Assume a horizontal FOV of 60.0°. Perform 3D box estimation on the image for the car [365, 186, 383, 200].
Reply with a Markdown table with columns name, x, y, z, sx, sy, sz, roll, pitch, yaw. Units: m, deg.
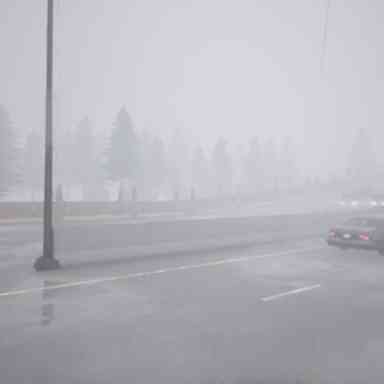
| name | x | y | z | sx | sy | sz | roll | pitch | yaw |
| --- | --- | --- | --- | --- | --- | --- | --- | --- | --- |
| car | 21.623 | -0.002 | 36.313 | 5.357 | 1.411 | 2.033 | -8 | 4 | -35 |

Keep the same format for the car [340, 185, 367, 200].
| name | x | y | z | sx | sy | sz | roll | pitch | yaw |
| --- | --- | --- | --- | --- | --- | --- | --- | --- | --- |
| car | 19.408 | -0.005 | 39.038 | 4.892 | 1.490 | 1.837 | -8 | 4 | -35 |

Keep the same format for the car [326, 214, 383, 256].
| name | x | y | z | sx | sy | sz | roll | pitch | yaw |
| --- | --- | --- | --- | --- | --- | --- | --- | --- | --- |
| car | 7.734 | 1.617 | 13.665 | 5.357 | 1.411 | 2.033 | -1 | 1 | -35 |
